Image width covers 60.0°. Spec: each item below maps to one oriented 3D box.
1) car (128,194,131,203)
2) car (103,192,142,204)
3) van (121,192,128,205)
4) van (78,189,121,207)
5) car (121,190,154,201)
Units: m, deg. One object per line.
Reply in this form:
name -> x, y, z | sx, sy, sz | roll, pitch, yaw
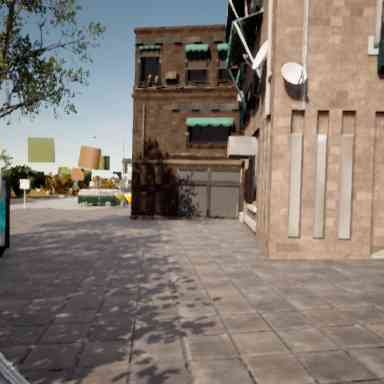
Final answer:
car -> -10.468, 0.898, 44.756 | 5.008, 1.535, 2.097 | 2, 1, -14
car -> -9.987, 0.859, 47.790 | 5.366, 1.575, 1.946 | 2, 1, -14
van -> -10.657, 0.710, 41.810 | 4.442, 1.987, 1.878 | 2, 1, -14
van -> -10.962, 0.744, 38.825 | 4.442, 1.987, 1.878 | 2, 1, -14
car -> -9.378, 0.637, 56.660 | 5.366, 1.575, 1.946 | 2, 2, -14
